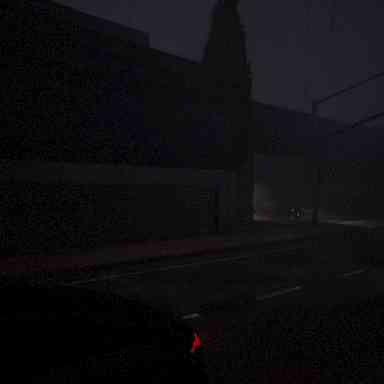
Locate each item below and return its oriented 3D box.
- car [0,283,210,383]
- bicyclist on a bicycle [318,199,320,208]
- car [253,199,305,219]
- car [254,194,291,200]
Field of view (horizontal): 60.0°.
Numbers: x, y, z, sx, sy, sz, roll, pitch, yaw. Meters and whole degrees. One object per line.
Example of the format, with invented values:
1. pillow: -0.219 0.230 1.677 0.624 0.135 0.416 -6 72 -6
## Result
1. car: -1.888 1.564 2.648 4.181 1.385 1.994 0 0 -35
2. bicyclist on a bicycle: 16.223 1.287 43.262 1.656 1.620 0.582 0 0 -37
3. car: 7.632 1.591 29.727 1.895 1.301 4.718 0 0 -37
4. car: 8.695 1.210 34.158 2.150 2.045 5.566 0 0 -36
